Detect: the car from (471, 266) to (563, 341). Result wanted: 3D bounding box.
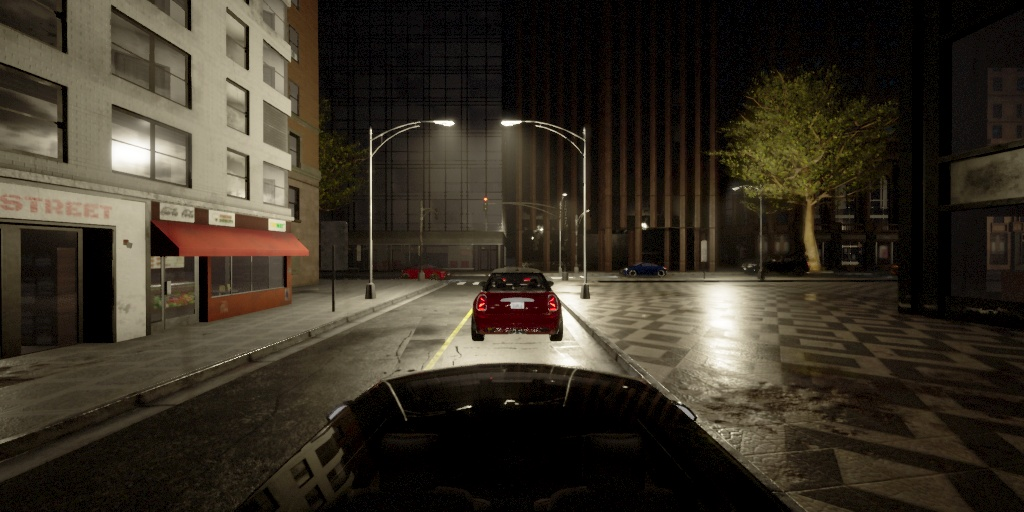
[{"bbox_3d":[0.123,1.101,9.982,2.097,1.767,4.553,0,0,0],"label":"car"}]

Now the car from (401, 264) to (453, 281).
[{"bbox_3d":[-7.096,1.339,29.906,4.181,1.385,1.994,-1,0,14],"label":"car"}]

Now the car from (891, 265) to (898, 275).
[{"bbox_3d":[38.689,1.105,33.672,5.008,1.535,1.882,-1,0,1],"label":"car"}]

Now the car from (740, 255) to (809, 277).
[{"bbox_3d":[24.706,0.877,33.768,5.566,2.045,2.150,0,0,0],"label":"car"}]

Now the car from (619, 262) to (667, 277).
[{"bbox_3d":[12.324,1.257,33.848,4.181,1.385,1.994,0,0,0],"label":"car"}]
